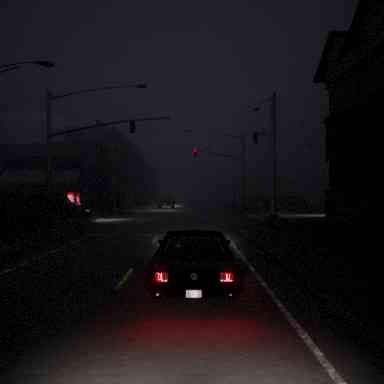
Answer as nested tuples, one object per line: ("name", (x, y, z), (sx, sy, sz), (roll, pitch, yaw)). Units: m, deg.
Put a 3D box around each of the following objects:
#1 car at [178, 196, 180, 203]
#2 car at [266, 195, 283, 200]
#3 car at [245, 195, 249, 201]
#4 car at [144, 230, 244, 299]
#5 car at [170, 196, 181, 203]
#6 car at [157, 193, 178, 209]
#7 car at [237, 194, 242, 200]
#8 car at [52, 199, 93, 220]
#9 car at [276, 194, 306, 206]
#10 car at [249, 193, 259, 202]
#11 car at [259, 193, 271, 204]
("car", (-3.568, 1.601, 59.305), (1.895, 1.301, 4.718), (0, 0, 0))
("car", (21.315, 1.399, 86.081), (3.806, 1.475, 1.970), (0, 0, 0))
("car", (13.758, 1.113, 70.478), (4.605, 1.855, 1.932), (0, 0, 0))
("car", (0.059, 1.601, 8.388), (1.895, 1.301, 4.718), (0, 0, 1))
("car", (-3.493, 1.540, 71.212), (2.033, 1.411, 5.357), (0, 0, 0))
("car", (-3.590, 1.221, 46.747), (2.150, 2.045, 5.566), (0, 0, 0))
("car", (13.894, 1.389, 89.062), (3.633, 1.501, 1.845), (0, 0, 0))
("car", (-10.300, 1.337, 26.082), (4.892, 1.490, 1.837), (0, 0, -6))
("car", (14.494, 1.248, 48.360), (3.806, 1.475, 1.970), (0, 0, 0))
("car", (14.170, 1.092, 67.572), (3.866, 1.878, 1.905), (0, 0, 0))
("car", (14.170, 1.169, 54.778), (5.027, 1.636, 2.152), (0, 0, 0))
